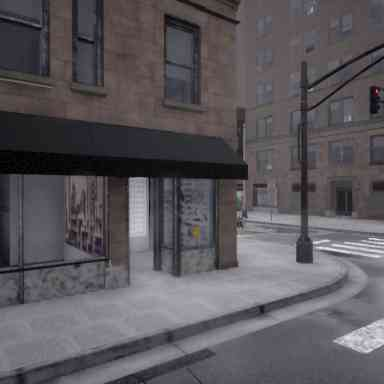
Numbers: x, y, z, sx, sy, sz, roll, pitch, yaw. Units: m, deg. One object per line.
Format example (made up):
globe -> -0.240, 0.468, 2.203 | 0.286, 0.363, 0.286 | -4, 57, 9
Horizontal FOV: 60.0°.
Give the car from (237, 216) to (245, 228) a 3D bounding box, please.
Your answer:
car -> 0.821, 1.538, 20.576 | 2.033, 1.411, 5.357 | 0, 0, -36
